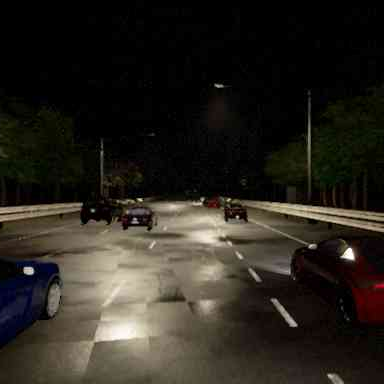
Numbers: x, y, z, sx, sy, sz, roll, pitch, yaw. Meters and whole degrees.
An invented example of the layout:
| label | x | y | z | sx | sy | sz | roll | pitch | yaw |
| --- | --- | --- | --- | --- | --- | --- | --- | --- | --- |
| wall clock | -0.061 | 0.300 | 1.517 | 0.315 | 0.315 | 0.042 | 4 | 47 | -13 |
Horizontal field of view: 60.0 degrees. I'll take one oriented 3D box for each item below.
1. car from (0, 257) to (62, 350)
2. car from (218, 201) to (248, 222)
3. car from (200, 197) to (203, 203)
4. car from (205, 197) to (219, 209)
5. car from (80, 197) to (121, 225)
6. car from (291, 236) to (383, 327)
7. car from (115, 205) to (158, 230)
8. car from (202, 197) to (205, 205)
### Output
| label | x | y | z | sx | sy | sz | roll | pitch | yaw |
| --- | --- | --- | --- | --- | --- | --- | --- | --- | --- |
| car | -3.404 | 1.509 | 4.376 | 1.882 | 1.535 | 5.008 | 0 | 0 | 0 |
| car | 3.579 | 1.735 | 28.609 | 1.837 | 1.490 | 4.892 | 0 | -1 | 0 |
| car | 3.443 | 2.027 | 74.190 | 2.033 | 1.649 | 4.856 | 0 | 0 | 0 |
| car | 3.460 | 1.911 | 52.191 | 1.882 | 1.535 | 5.008 | 0 | 0 | 0 |
| car | -6.909 | 1.427 | 25.928 | 2.150 | 2.045 | 5.566 | 0 | -1 | 0 |
| car | 3.592 | 1.616 | 7.128 | 1.994 | 1.385 | 4.181 | 0 | 0 | 0 |
| car | -3.418 | 1.723 | 22.416 | 2.033 | 1.411 | 5.357 | 0 | -1 | 0 |
| car | 3.451 | 2.022 | 63.191 | 1.837 | 1.490 | 4.892 | 0 | 0 | 0 |
